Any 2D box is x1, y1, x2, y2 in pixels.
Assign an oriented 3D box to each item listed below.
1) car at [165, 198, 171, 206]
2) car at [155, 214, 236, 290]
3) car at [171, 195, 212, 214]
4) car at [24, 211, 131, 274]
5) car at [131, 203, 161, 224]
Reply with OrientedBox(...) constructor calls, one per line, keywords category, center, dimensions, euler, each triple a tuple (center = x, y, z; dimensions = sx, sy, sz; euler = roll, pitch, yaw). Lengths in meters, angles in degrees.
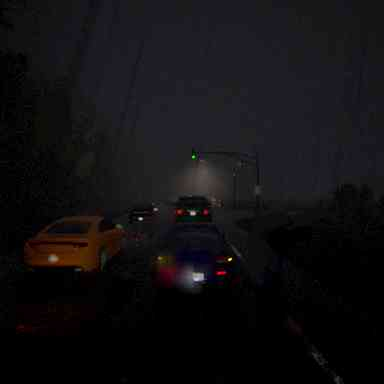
OrientedBox(category="car", center=(-3.619, 1.682, 57.560), dimensions=(1.994, 1.385, 4.181), euler=(0, 0, 0))
OrientedBox(category="car", center=(0.072, 1.546, 9.025), dimensions=(1.812, 1.442, 4.674), euler=(0, 0, 0))
OrientedBox(category="car", center=(0.037, 1.266, 20.718), dimensions=(2.150, 2.045, 5.566), euler=(0, 0, 0))
OrientedBox(category="car", center=(-3.442, 1.501, 10.715), dimensions=(1.882, 1.535, 5.008), euler=(0, 0, 0))
OrientedBox(category="car", center=(-3.494, 1.560, 24.959), dimensions=(1.837, 1.490, 4.892), euler=(0, 0, 0))
